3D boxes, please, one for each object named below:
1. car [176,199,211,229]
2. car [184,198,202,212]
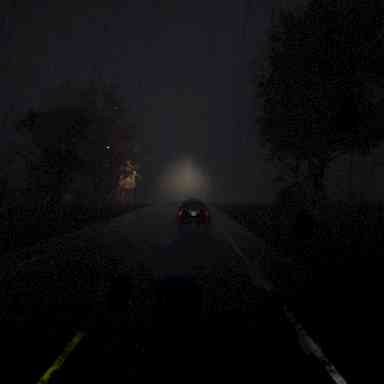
[{"bbox_3d":[0.102,1.312,21.551,2.097,1.767,4.553,0,0,0],"label":"car"},{"bbox_3d":[0.112,1.505,40.087,2.033,1.411,5.357,0,0,0],"label":"car"}]
